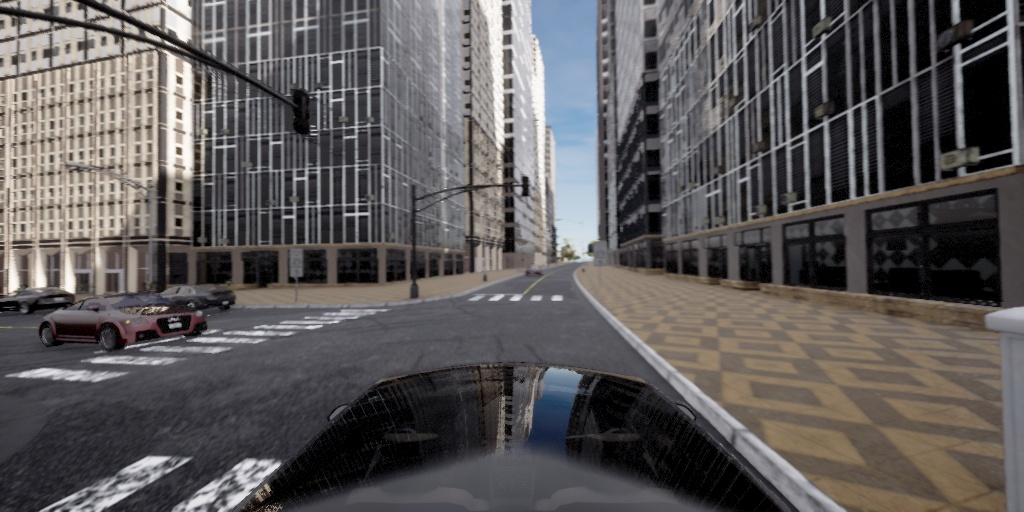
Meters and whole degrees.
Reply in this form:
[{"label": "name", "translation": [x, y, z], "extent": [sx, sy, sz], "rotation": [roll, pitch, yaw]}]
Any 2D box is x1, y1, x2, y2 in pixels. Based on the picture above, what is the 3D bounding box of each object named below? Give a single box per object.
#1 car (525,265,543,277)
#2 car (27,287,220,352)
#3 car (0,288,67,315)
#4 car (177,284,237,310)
[{"label": "car", "translation": [2.784, 1.810, 45.297], "extent": [1.812, 1.442, 4.674], "rotation": [-1, -1, 10]}, {"label": "car", "translation": [-11.009, 1.764, 10.252], "extent": [4.181, 1.385, 1.994], "rotation": [-2, -1, 16]}, {"label": "car", "translation": [-26.632, 2.468, 19.963], "extent": [4.313, 1.339, 1.948], "rotation": [0, 0, 13]}, {"label": "car", "translation": [-15.671, 2.058, 17.460], "extent": [4.403, 1.370, 2.007], "rotation": [0, 0, 13]}]
